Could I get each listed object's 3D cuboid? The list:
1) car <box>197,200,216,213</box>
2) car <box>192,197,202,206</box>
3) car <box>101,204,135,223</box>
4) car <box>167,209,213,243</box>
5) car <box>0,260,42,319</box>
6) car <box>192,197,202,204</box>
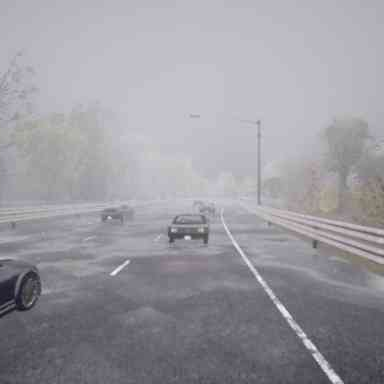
[{"bbox_3d":[2.025,2.015,42.461,1.895,1.301,4.718,0,-1,6],"label":"car"},{"bbox_3d":[1.424,2.176,67.912,1.837,1.490,4.892,0,-1,8],"label":"car"},{"bbox_3d":[-6.227,1.759,28.327,1.837,1.490,4.892,0,-1,5],"label":"car"},{"bbox_3d":[-0.048,1.761,17.060,1.895,1.301,4.718,0,-1,4],"label":"car"},{"bbox_3d":[-4.202,1.602,5.297,1.994,1.385,4.181,0,-1,3],"label":"car"},{"bbox_3d":[1.346,2.277,91.551,2.097,1.767,4.553,0,-1,9],"label":"car"}]
